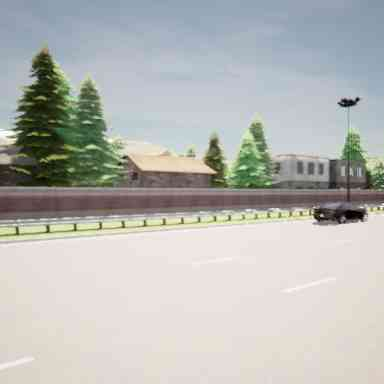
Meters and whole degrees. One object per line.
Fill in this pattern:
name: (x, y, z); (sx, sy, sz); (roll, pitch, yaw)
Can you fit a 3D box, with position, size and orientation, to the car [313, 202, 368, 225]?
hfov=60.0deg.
car: (11.017, 1.481, 24.522); (5.008, 1.535, 1.882); (0, 0, -36)
